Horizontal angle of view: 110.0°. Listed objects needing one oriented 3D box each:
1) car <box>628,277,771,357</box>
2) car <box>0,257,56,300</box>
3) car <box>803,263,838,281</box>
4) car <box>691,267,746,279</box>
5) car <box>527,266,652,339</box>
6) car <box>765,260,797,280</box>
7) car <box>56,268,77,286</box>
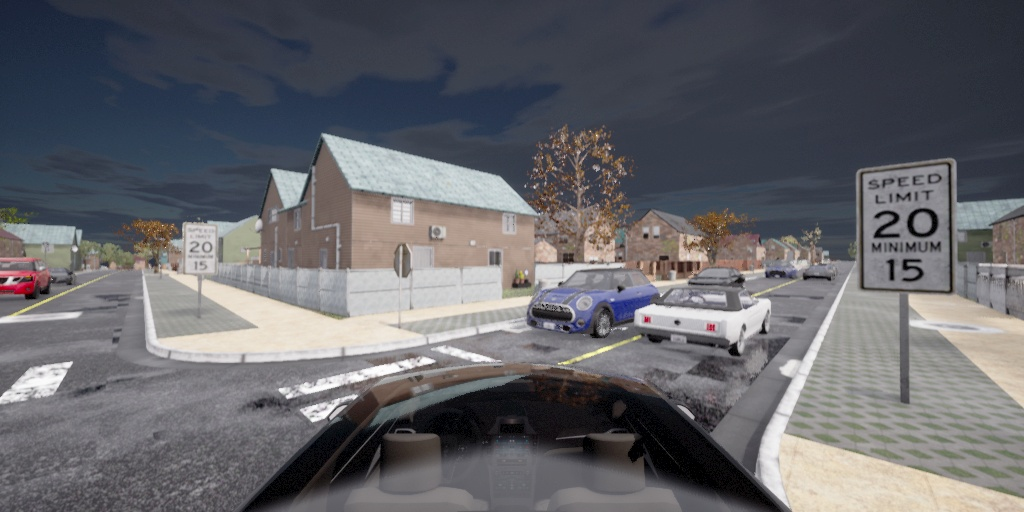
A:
[{"bbox_3d":[4.868,1.377,8.748,1.895,1.301,4.718,0,-1,44],"label":"car"},{"bbox_3d":[-25.073,1.094,17.878,5.566,2.045,2.150,0,-1,44],"label":"car"},{"bbox_3d":[27.698,1.485,32.354,4.181,1.385,1.994,0,-1,-45],"label":"car"},{"bbox_3d":[11.099,1.324,19.319,1.882,1.535,5.008,0,0,44],"label":"car"},{"bbox_3d":[2.501,1.145,10.453,4.553,1.767,2.097,1,-1,-45],"label":"car"},{"bbox_3d":[26.113,1.291,34.776,2.097,1.767,4.553,0,0,44],"label":"car"},{"bbox_3d":[-34.343,1.560,26.875,4.181,1.385,1.994,-1,-1,44],"label":"car"}]
